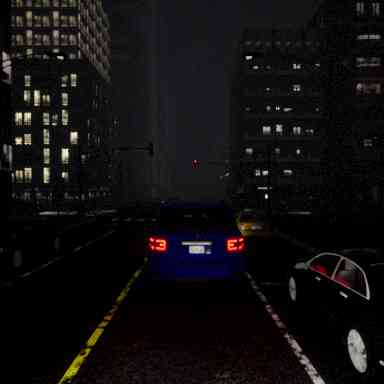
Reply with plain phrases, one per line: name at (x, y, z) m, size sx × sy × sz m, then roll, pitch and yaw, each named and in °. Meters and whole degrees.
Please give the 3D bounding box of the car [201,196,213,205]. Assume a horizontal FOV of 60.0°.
car at (2.660, 1.538, 60.187) m, size 2.008 × 1.369 × 4.403 m, roll -1°, pitch 0°, yaw 0°

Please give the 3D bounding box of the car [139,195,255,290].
car at (0.094, 1.219, 9.201) m, size 2.150 × 2.045 × 5.566 m, roll 0°, pitch 0°, yaw 0°

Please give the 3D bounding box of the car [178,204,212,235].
car at (0.092, 1.520, 19.712) m, size 1.812 × 1.442 × 4.674 m, roll 0°, pitch 0°, yaw -2°

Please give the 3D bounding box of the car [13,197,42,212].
car at (-17.826, 1.442, 34.389) m, size 4.181 × 1.385 × 1.994 m, roll 0°, pitch 1°, yaw 1°

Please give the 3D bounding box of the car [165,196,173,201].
car at (-5.725, 1.567, 82.803) m, size 1.802 × 1.307 × 4.206 m, roll -1°, pitch 0°, yaw 0°

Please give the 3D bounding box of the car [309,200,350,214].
car at (15.319, 1.671, 37.129) m, size 4.181 × 1.385 × 1.994 m, roll 1°, pitch 1°, yaw 1°

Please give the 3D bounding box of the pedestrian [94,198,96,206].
pedestrian at (-12.561, 1.299, 43.052) m, size 0.500 × 1.100 × 0.500 m, roll 0°, pitch 0°, yaw 1°

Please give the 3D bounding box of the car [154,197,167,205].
car at (-5.719, 1.553, 60.185) m, size 1.947 × 1.339 × 4.313 m, roll -1°, pitch 0°, yaw 0°

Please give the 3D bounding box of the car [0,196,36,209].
car at (-21.673, 1.274, 40.202) m, size 4.829 × 1.417 × 1.752 m, roll 0°, pitch 0°, yaw 1°

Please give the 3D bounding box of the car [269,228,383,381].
car at (2.805, 1.549, 5.289) m, size 2.008 × 1.369 × 4.403 m, roll -1°, pitch 0°, yaw 0°

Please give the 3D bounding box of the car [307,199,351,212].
car at (16.302, 1.622, 39.714) m, size 4.403 × 1.369 × 2.008 m, roll 0°, pitch 0°, yaw 1°

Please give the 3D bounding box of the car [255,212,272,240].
car at (2.801, 1.521, 16.747) m, size 1.752 × 1.417 × 4.829 m, roll -1°, pitch 0°, yaw 0°

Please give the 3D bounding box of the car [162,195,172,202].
car at (-5.724, 1.530, 77.148) m, size 1.887 × 1.381 × 4.507 m, roll -1°, pitch 0°, yaw 0°

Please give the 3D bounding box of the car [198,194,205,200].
car at (2.650, 1.424, 94.115) m, size 1.967 × 1.590 × 4.097 m, roll -1°, pitch 0°, yaw 0°

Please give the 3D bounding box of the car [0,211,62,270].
car at (-5.836, 1.542, 10.988) m, size 1.887 × 1.381 × 4.507 m, roll -1°, pitch 0°, yaw 0°

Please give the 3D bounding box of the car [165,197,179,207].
car at (-3.107, 1.552, 52.656) m, size 1.994 × 1.385 × 4.181 m, roll 0°, pitch 0°, yaw 0°

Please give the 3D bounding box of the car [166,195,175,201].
car at (-5.727, 1.529, 88.457) m, size 1.887 × 1.381 × 4.507 m, roll -1°, pitch 0°, yaw 0°

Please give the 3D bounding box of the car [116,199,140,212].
car at (-5.778, 1.536, 37.455) m, size 5.357 × 1.411 × 2.033 m, roll 0°, pitch 0°, yaw 1°

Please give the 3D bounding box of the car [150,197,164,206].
car at (-5.718, 1.513, 54.360) m, size 1.752 × 1.417 × 4.829 m, roll -1°, pitch 0°, yaw 0°
